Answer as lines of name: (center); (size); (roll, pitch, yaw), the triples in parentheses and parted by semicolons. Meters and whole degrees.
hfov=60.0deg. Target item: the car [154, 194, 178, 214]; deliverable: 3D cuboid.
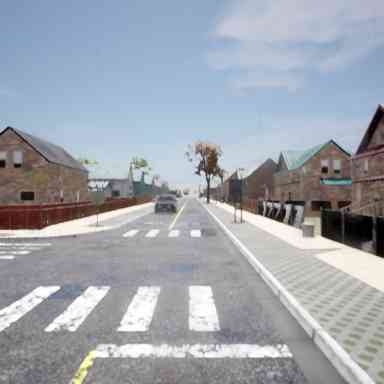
car: (-2.734, 1.327, 35.627); (2.150, 2.045, 5.566); (0, 2, 0)
